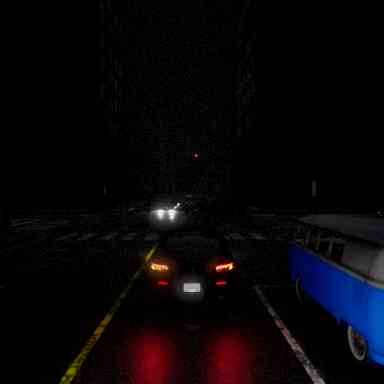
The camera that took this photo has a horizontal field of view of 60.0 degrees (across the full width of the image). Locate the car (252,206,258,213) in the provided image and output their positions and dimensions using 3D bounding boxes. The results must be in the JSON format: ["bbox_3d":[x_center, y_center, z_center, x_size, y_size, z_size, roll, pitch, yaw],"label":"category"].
[{"bbox_3d":[3.786,1.589,32.006,4.718,1.301,1.895,0,0,-1],"label":"car"}]

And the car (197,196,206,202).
[{"bbox_3d":[2.206,1.547,77.839,1.802,1.307,4.206,0,0,-1],"label":"car"}]

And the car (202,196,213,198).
[{"bbox_3d":[2.653,1.516,44.857,1.752,1.417,4.829,0,0,-1],"label":"car"}]

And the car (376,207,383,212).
[{"bbox_3d":[18.559,1.515,28.927,4.674,1.442,1.812,0,0,-1],"label":"car"}]

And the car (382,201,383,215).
[{"bbox_3d":[21.289,1.580,32.209,4.718,1.301,1.895,0,0,-1],"label":"car"}]

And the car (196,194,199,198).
[{"bbox_3d":[2.356,1.521,66.789,1.887,1.381,4.507,0,0,-1],"label":"car"}]

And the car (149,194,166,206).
[{"bbox_3d":[-6.020,1.300,55.622,2.192,1.841,5.009,0,0,-1],"label":"car"}]

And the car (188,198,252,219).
[{"bbox_3d":[2.374,1.503,28.740,4.892,1.490,1.837,1,0,-1],"label":"car"}]

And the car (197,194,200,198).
[{"bbox_3d":[2.431,1.547,61.263,1.947,1.339,4.313,0,0,-1],"label":"car"}]

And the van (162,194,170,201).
[{"bbox_3d":[-6.391,1.300,83.248,1.690,1.788,3.998,0,0,-1],"label":"van"}]

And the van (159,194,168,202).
[{"bbox_3d":[-6.244,1.312,72.198,1.690,1.788,3.998,0,0,-1],"label":"van"}]

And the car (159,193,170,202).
[{"bbox_3d":[-6.319,1.280,77.724,2.192,1.841,5.009,0,0,-1],"label":"car"}]

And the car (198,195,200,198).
[{"bbox_3d":[2.506,1.536,55.737,2.008,1.369,4.403,0,0,-1],"label":"car"}]

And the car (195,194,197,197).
[{"bbox_3d":[2.281,1.522,72.314,2.008,1.369,4.403,0,0,-1],"label":"car"}]

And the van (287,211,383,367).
[{"bbox_3d":[2.855,1.341,5.497,1.690,1.788,3.998,0,0,0],"label":"van"}]

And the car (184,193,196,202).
[{"bbox_3d":[-0.603,1.562,74.243,1.895,1.301,4.718,0,0,-1],"label":"car"}]

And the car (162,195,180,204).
[{"bbox_3d":[-3.425,1.550,54.662,1.994,1.385,4.181,0,0,-1],"label":"car"}]

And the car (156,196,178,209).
[{"bbox_3d":[-3.299,1.592,44.706,1.895,1.301,4.718,0,0,-1],"label":"car"}]

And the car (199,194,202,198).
[{"bbox_3d":[2.580,1.428,50.212,1.967,1.590,4.097,0,0,-1],"label":"car"}]

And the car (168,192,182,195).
[{"bbox_3d":[-3.519,1.329,65.399,2.097,1.767,4.553,0,0,0],"label":"car"}]

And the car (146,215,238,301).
[{"bbox_3d":[0.001,1.525,8.175,1.812,1.442,4.674,0,0,0],"label":"car"}]

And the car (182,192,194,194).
[{"bbox_3d":[-0.737,1.077,84.243,2.150,2.045,5.566,0,0,-1],"label":"car"}]
